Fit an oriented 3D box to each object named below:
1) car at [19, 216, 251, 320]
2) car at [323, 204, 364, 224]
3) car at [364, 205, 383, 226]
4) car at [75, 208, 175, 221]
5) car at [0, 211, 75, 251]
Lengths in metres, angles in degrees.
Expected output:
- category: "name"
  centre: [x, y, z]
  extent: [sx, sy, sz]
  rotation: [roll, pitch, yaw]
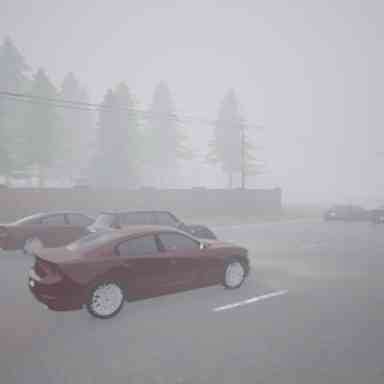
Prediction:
- category: "car"
  centre: [-0.863, 1.478, 7.429]
  extent: [5.008, 1.535, 1.882]
  rotation: [0, 0, -35]
- category: "car"
  centre: [11.786, 1.564, 25.047]
  extent: [4.181, 1.385, 1.994]
  rotation: [0, 0, -35]
- category: "car"
  centre: [13.894, 1.479, 22.250]
  extent: [5.008, 1.535, 1.882]
  rotation: [0, 0, -35]
- category: "car"
  centre: [-1.314, 1.353, 11.407]
  extent: [4.553, 1.767, 2.097]
  rotation: [0, 0, -35]
- category: "car"
  centre: [-4.887, 1.478, 13.157]
  extent: [5.008, 1.535, 1.882]
  rotation: [0, 0, -36]
